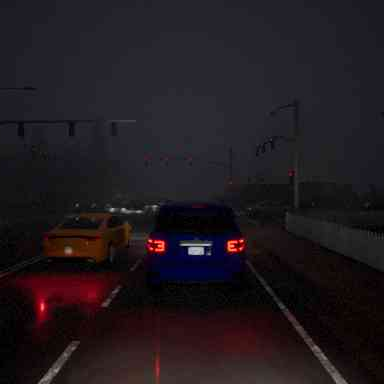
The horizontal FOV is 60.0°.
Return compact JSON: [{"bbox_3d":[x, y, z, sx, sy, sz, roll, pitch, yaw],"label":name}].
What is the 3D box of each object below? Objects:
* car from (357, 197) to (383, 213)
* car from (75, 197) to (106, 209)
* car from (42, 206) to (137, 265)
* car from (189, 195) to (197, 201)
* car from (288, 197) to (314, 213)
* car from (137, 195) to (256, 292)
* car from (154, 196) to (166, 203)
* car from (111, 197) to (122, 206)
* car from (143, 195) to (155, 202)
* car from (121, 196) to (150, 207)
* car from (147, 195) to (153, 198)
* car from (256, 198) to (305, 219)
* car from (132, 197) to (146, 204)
[{"bbox_3d":[20.528,1.352,36.316,4.553,1.767,2.097,0,0,-1],"label":"car"},{"bbox_3d":[-10.504,1.352,34.683,2.097,1.767,4.553,0,0,0],"label":"car"},{"bbox_3d":[-3.392,1.478,11.674,1.882,1.535,5.008,0,0,0],"label":"car"},{"bbox_3d":[0.245,1.540,89.039,2.033,1.411,5.357,0,0,0],"label":"car"},{"bbox_3d":[10.746,1.352,36.100,4.553,1.767,2.097,0,0,-1],"label":"car"},{"bbox_3d":[0.087,1.221,9.050,2.150,2.045,5.566,0,0,0],"label":"car"},{"bbox_3d":[-6.803,1.540,71.382,2.033,1.411,5.357,0,0,0],"label":"car"},{"bbox_3d":[-10.461,1.478,48.782,1.882,1.535,5.008,0,0,0],"label":"car"},{"bbox_3d":[-10.280,1.519,79.916,2.128,1.511,4.902,0,0,0],"label":"car"},{"bbox_3d":[-6.985,1.547,41.667,2.033,1.411,5.357,0,0,0],"label":"car"},{"bbox_3d":[-6.932,1.525,55.995,1.812,1.442,4.674,0,0,0],"label":"car"},{"bbox_3d":[6.951,1.526,28.894,4.674,1.442,1.812,0,0,3],"label":"car"},{"bbox_3d":[-10.353,1.601,65.276,1.895,1.301,4.718,0,0,1],"label":"car"}]
